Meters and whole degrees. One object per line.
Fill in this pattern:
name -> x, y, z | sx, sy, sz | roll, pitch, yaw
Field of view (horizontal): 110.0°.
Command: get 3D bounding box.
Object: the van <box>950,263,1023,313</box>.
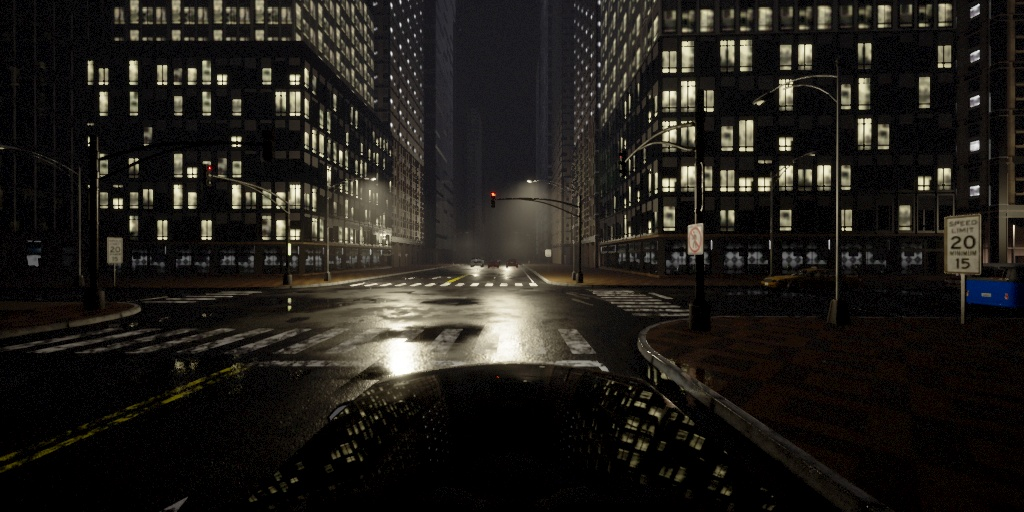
van -> 18.360, 1.119, 12.413 | 3.998, 1.789, 1.690 | 0, 0, 2

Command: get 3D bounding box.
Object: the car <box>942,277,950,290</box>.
car -> 26.926, 1.356, 20.099 | 4.207, 1.307, 1.802 | 0, 0, 2

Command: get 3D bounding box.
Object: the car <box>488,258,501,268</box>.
car -> -3.237, 1.460, 63.203 | 1.895, 1.301, 4.718 | 0, 0, 0

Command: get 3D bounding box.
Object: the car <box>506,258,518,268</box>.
car -> 0.013, 1.212, 63.559 | 2.097, 1.767, 4.553 | 0, 0, 0

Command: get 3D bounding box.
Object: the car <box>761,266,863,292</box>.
car -> 17.092, 1.293, 20.585 | 4.829, 1.417, 1.751 | 0, 0, 2
